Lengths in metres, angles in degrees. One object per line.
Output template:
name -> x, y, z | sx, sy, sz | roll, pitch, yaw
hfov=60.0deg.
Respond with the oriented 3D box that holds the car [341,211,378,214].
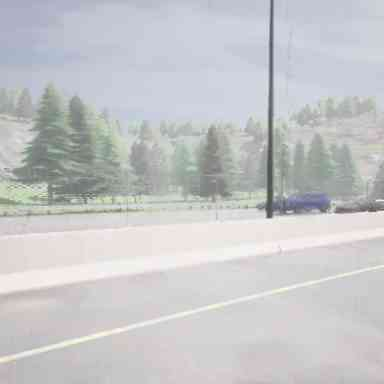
car -> 15.174, 1.354, 29.556 | 5.357, 1.411, 2.033 | 0, 1, -28
